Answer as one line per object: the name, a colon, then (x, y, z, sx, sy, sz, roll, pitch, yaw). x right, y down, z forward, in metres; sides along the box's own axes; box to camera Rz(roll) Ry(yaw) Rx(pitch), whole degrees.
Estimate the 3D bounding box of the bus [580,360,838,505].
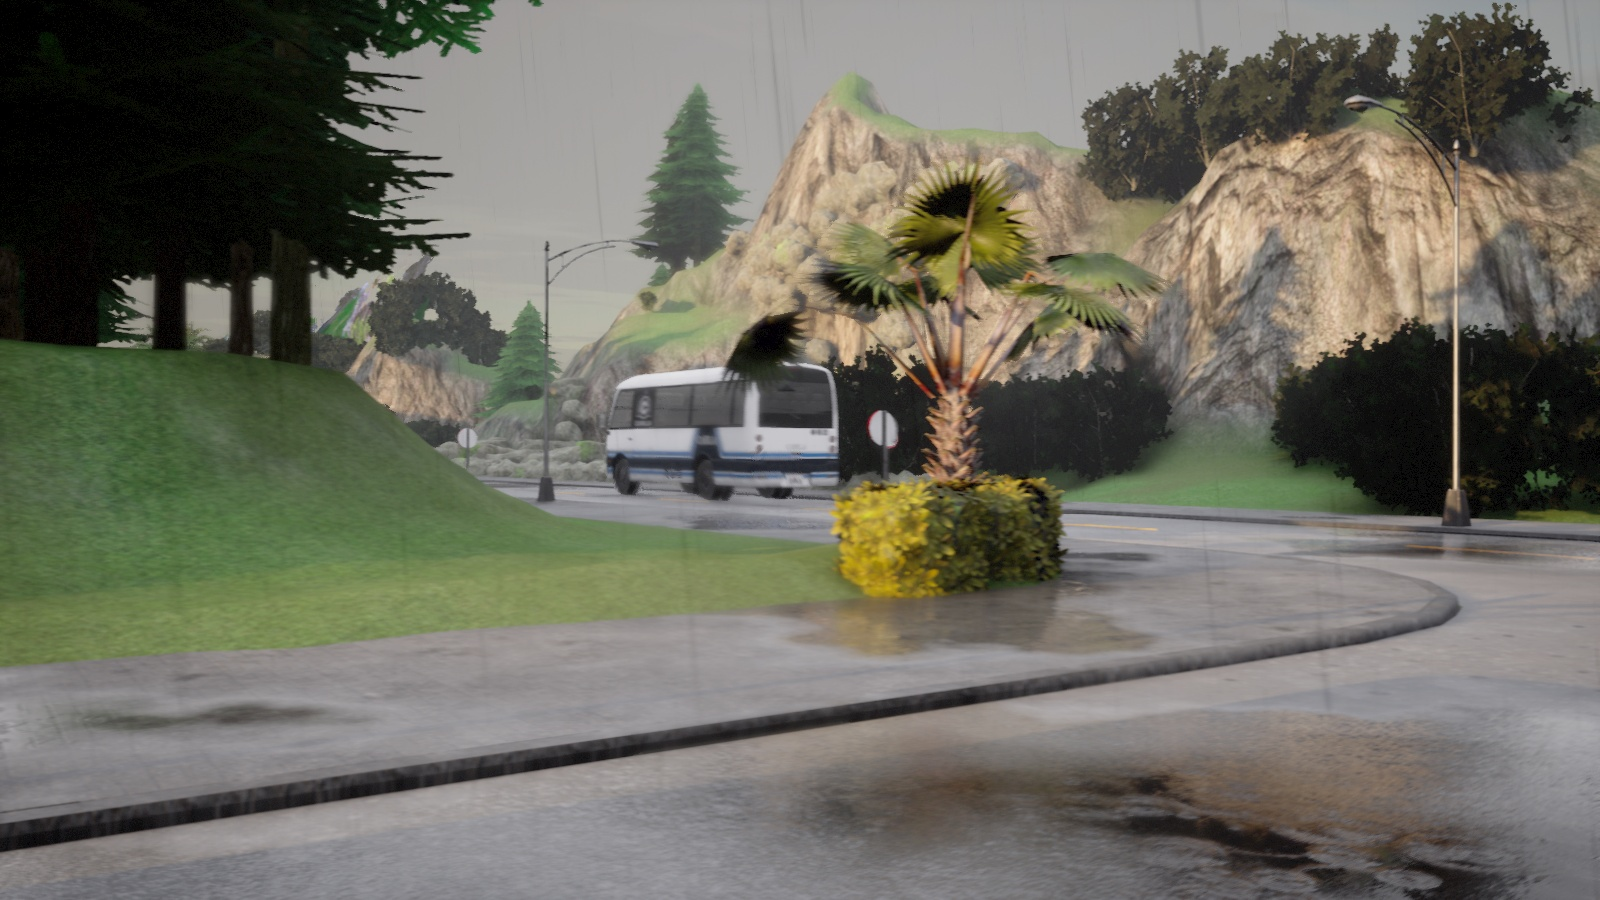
bus: (-3.382, -0.521, 42.182, 3.944, 4.253, 10.273, 0, 0, -35)
